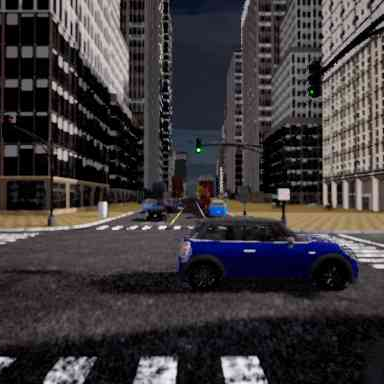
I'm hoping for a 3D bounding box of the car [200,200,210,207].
[{"bbox_3d":[2.635,2.381,67.971,1.887,1.381,4.507,0,-1,0],"label":"car"}]

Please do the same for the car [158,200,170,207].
[{"bbox_3d":[-5.746,2.386,67.994,2.008,1.369,4.403,0,-1,0],"label":"car"}]

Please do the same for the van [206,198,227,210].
[{"bbox_3d":[2.654,1.770,34.744,1.690,1.788,3.998,0,-1,0],"label":"van"}]

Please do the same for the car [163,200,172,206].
[{"bbox_3d":[-5.713,2.552,79.072,1.802,1.307,4.206,0,-1,0],"label":"car"}]

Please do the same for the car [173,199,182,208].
[{"bbox_3d":[-3.082,2.145,64.612,2.097,1.767,4.553,0,-1,0],"label":"car"}]

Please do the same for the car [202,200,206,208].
[{"bbox_3d":[2.578,2.042,40.279,1.887,1.381,4.507,0,-1,0],"label":"car"}]

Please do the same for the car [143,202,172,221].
[{"bbox_3d":[-3.261,1.951,31.366,1.994,1.385,4.181,0,-1,0],"label":"car"}]

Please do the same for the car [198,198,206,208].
[{"bbox_3d":[2.620,2.083,62.435,2.192,1.841,5.009,0,-1,0],"label":"car"}]

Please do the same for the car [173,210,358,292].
[{"bbox_3d":[1.867,1.466,8.817,4.553,1.767,2.097,0,-1,-1],"label":"car"}]

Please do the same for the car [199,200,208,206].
[{"bbox_3d":[2.667,2.536,79.049,1.947,1.339,4.313,0,-1,0],"label":"car"}]

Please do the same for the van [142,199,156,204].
[{"bbox_3d":[-5.808,1.906,45.842,1.690,1.788,3.998,0,-1,0],"label":"van"}]

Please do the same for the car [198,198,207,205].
[{"bbox_3d":[2.684,2.352,84.591,2.192,1.841,5.009,0,-1,0],"label":"car"}]

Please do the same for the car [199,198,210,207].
[{"bbox_3d":[2.652,2.218,73.513,2.192,1.841,5.009,0,-1,0],"label":"car"}]

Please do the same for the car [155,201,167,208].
[{"bbox_3d":[-5.762,2.334,62.455,1.947,1.339,4.313,0,-1,0],"label":"car"}]

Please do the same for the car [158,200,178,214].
[{"bbox_3d":[-3.223,2.137,43.538,1.895,1.301,4.718,0,-1,0],"label":"car"}]
